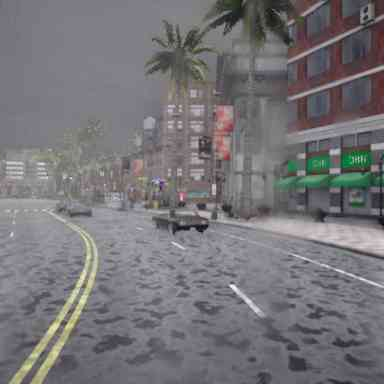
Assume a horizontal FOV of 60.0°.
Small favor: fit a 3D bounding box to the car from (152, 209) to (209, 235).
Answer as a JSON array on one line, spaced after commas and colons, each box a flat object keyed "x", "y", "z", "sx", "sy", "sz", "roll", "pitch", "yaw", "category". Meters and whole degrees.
[{"x": -0.838, "y": 1.638, "z": 19.379, "sx": 1.895, "sy": 1.301, "sz": 4.718, "roll": 0, "pitch": 0, "yaw": -23, "category": "car"}]

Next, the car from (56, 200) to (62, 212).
[{"x": -15.200, "y": 1.627, "z": 40.009, "sx": 2.033, "sy": 1.411, "sz": 5.357, "roll": 0, "pitch": 0, "yaw": -28, "category": "car"}]

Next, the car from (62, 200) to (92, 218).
[{"x": -10.816, "y": 1.626, "z": 31.568, "sx": 1.994, "sy": 1.385, "sz": 4.181, "roll": 0, "pitch": 0, "yaw": -27, "category": "car"}]
